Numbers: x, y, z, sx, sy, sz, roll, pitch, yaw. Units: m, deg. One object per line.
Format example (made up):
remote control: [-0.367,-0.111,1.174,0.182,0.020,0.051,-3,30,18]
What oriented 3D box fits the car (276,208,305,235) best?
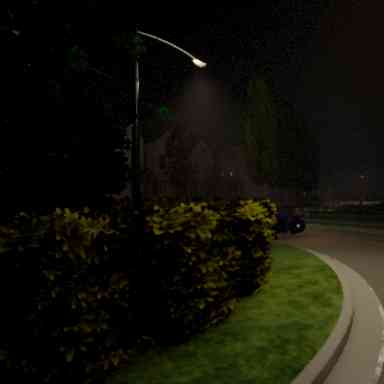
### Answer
car: [3.920,1.576,18.783,1.882,1.535,5.008,1,-1,-35]
